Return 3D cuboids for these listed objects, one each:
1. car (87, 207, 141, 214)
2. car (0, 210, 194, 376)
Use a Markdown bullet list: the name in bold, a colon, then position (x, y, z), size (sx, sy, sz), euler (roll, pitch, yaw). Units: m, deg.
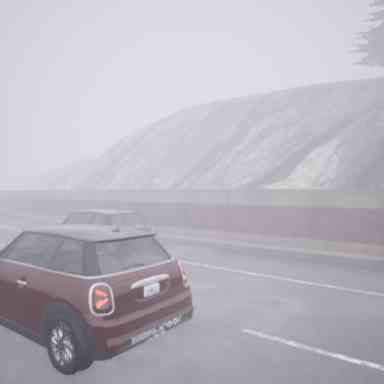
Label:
- **car**: position (-3.290, 1.345, 11.159), size (4.553, 1.767, 2.097), euler (0, 0, 39)
- **car**: position (-2.245, 1.347, 5.839), size (4.553, 1.767, 2.097), euler (0, 0, 37)
